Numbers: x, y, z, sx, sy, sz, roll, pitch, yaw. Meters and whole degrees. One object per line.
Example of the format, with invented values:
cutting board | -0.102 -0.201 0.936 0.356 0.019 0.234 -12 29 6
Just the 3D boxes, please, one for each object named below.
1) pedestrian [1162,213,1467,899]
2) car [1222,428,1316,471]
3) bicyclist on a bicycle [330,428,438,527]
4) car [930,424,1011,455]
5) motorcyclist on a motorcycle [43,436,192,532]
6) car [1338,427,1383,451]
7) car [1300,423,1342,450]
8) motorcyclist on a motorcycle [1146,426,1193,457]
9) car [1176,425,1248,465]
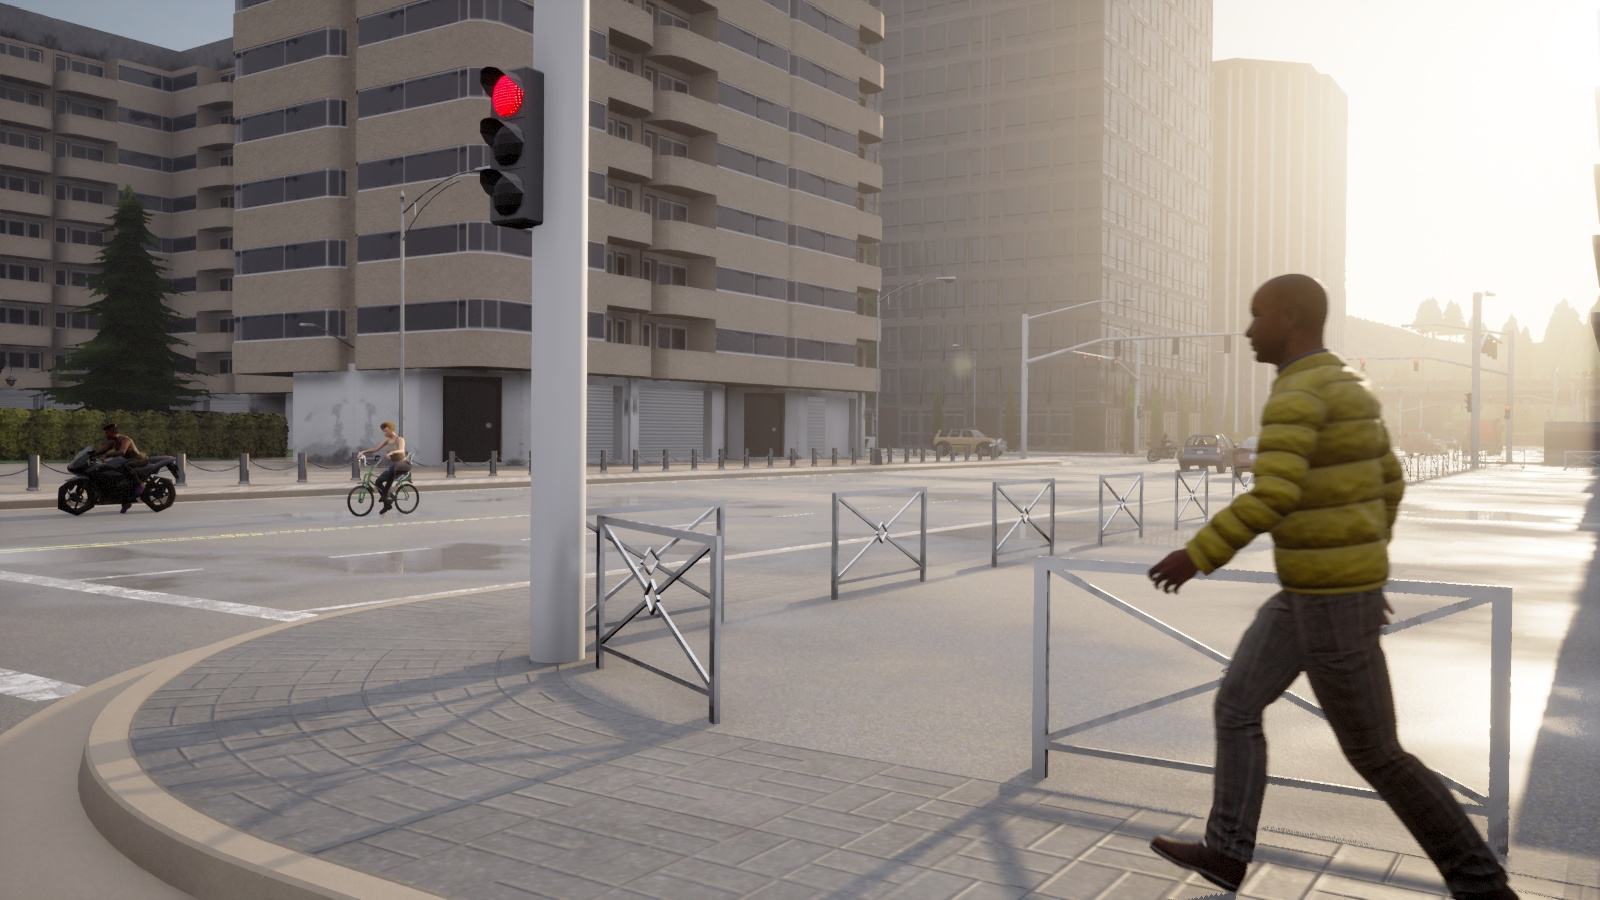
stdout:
pedestrian | 1.415 0.330 3.456 0.726 1.835 0.370 0 1 30
car | 17.128 -0.048 45.693 2.163 1.488 4.792 0 1 33
bicyclist on a bicycle | -7.076 0.440 21.409 0.866 1.612 1.509 0 1 33
car | 10.564 -0.667 77.933 4.605 1.855 1.932 0 1 33
motorcyclist on a motorcycle | -11.443 0.529 21.112 0.797 1.523 2.044 0 1 33
car | 36.666 -0.716 82.039 1.837 1.490 4.892 0 1 34
car | 36.743 -0.994 88.571 1.932 1.855 4.605 0 1 33
motorcyclist on a motorcycle | 19.966 -0.453 67.852 2.350 1.649 0.766 0 1 32
car | 17.102 -0.236 52.056 1.851 1.617 3.988 0 1 33
